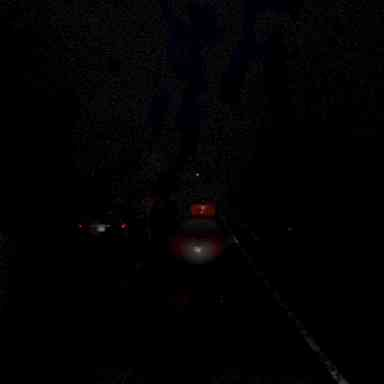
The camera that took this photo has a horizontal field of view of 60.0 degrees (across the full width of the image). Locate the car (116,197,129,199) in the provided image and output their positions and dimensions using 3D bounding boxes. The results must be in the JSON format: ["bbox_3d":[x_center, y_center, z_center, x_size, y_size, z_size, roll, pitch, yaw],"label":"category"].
[{"bbox_3d":[-8.856,1.423,41.648,1.882,1.535,5.008,0,0,4],"label":"car"}]

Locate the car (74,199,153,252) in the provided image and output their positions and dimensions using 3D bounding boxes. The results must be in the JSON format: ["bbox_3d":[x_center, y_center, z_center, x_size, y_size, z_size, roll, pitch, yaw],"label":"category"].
[{"bbox_3d":[-3.156,1.335,13.914,2.097,1.767,4.553,0,0,2],"label":"car"}]

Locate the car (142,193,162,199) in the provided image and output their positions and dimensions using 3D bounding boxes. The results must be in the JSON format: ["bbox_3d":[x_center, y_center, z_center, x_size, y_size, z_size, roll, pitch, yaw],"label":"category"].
[{"bbox_3d":[-5.176,1.165,43.966,2.150,2.045,5.566,0,0,4],"label":"car"}]

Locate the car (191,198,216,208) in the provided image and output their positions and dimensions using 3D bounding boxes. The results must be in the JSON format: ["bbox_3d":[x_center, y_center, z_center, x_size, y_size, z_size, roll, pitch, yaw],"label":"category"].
[{"bbox_3d":[1.021,1.318,29.016,2.097,1.767,4.553,0,0,3],"label":"car"}]

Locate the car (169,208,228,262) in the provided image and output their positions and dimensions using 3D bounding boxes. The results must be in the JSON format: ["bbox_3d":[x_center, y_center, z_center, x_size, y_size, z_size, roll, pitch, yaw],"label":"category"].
[{"bbox_3d":[0.282,1.511,11.982,1.812,1.442,4.674,0,0,2],"label":"car"}]

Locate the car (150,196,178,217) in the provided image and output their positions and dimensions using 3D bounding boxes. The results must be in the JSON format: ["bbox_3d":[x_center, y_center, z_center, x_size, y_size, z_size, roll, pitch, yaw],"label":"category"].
[{"bbox_3d":[-2.369,1.439,30.950,1.882,1.535,5.008,0,0,4],"label":"car"}]
